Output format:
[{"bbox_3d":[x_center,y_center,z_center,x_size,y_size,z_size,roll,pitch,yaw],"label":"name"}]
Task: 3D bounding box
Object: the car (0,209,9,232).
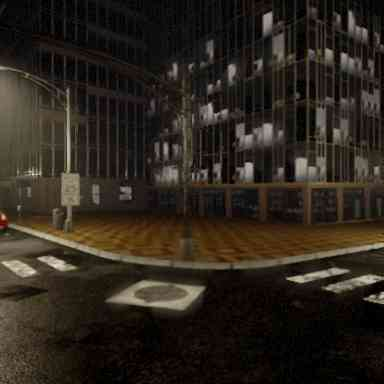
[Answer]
[{"bbox_3d":[-11.856,1.428,18.838,1.967,1.590,4.097,-1,0,-41],"label":"car"}]
